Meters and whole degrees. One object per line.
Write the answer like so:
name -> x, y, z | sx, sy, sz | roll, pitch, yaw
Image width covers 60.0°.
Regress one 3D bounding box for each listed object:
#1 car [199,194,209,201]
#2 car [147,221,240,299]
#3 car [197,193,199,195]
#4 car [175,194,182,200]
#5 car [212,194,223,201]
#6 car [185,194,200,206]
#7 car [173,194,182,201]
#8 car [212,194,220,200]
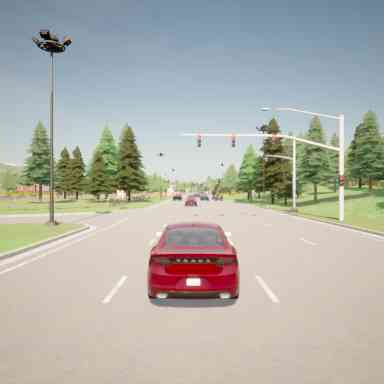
car -> 3.266, 1.516, 84.138 | 1.812, 1.442, 4.674 | 0, 0, 0
car -> 0.040, 1.478, 8.496 | 1.882, 1.535, 5.008 | 0, 0, 0
car -> 3.238, 1.357, 94.141 | 2.128, 1.511, 4.902 | 0, 0, 0
car -> -3.762, 1.310, 94.121 | 1.882, 1.535, 5.008 | 0, 0, 0
car -> 6.767, 1.516, 83.731 | 2.128, 1.511, 4.902 | 0, 0, 0
car -> -0.147, 1.525, 53.098 | 1.812, 1.442, 4.674 | 0, 0, 0
car -> -3.733, 1.469, 83.702 | 1.882, 1.535, 5.008 | 0, 0, 0
car -> 6.738, 1.372, 94.151 | 2.033, 1.411, 5.357 | 0, 0, 0
